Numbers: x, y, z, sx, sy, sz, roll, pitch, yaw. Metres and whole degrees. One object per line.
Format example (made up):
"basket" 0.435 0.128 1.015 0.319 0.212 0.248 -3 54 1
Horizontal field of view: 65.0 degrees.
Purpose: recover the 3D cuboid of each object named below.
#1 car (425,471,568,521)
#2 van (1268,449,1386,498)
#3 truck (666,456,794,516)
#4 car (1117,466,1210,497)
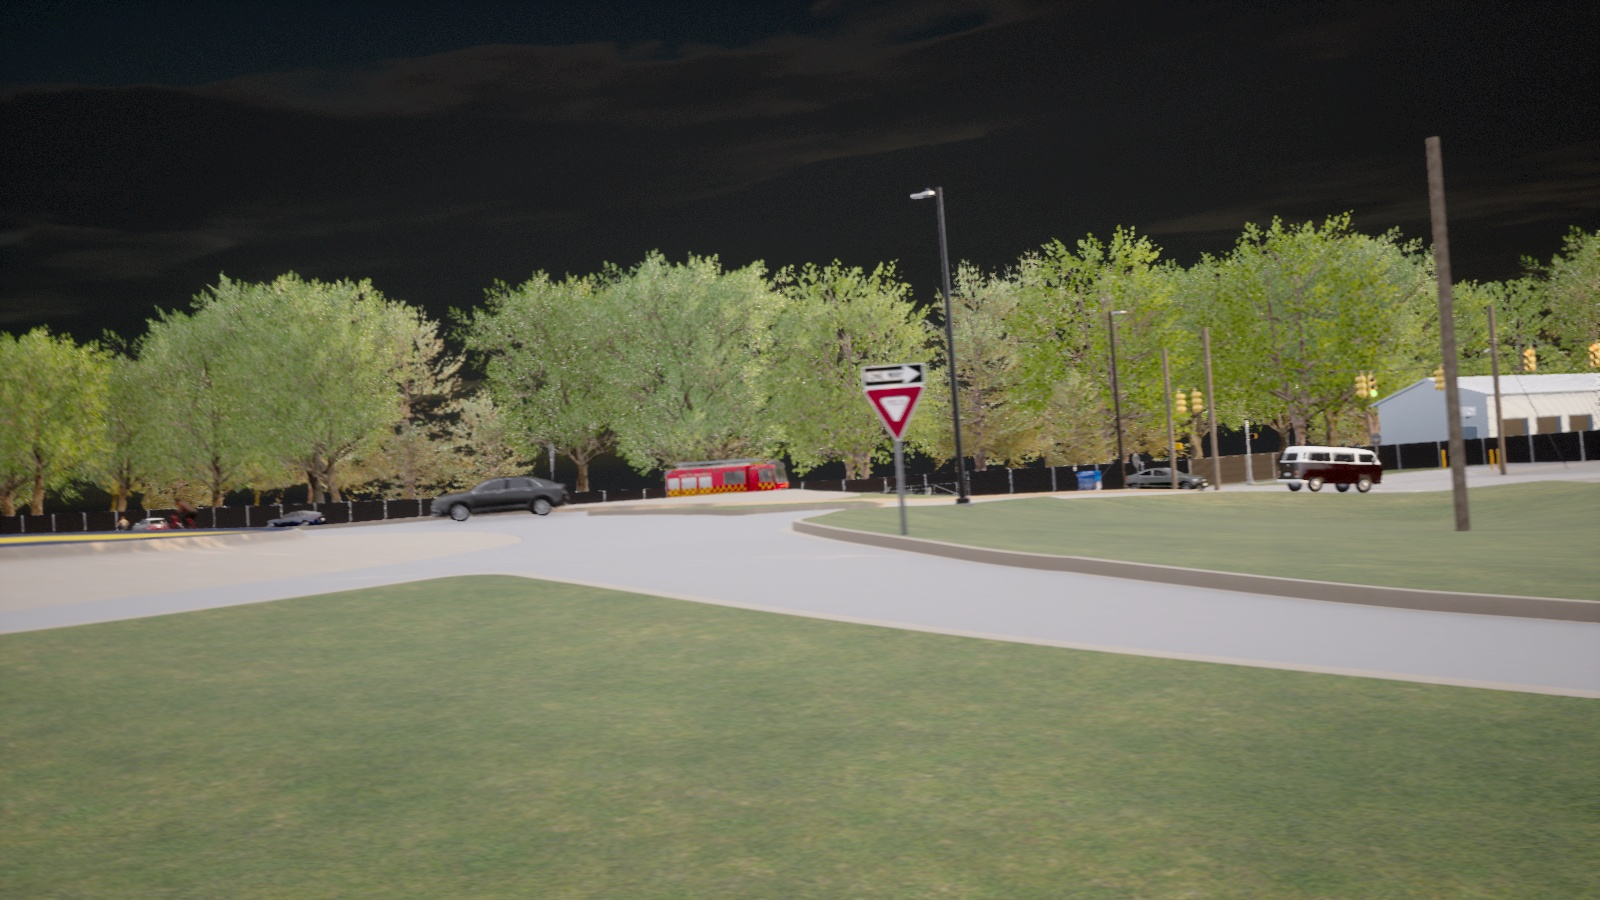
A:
"car" -11.055 1.644 45.749 4.892 1.490 1.837 -3 0 -16
"van" 23.777 1.086 56.722 4.480 2.038 2.069 2 -2 -12
"truck" -4.973 2.555 89.345 8.468 3.827 2.891 -3 0 14
"car" 22.384 1.936 77.430 5.027 1.651 2.152 -3 0 39
